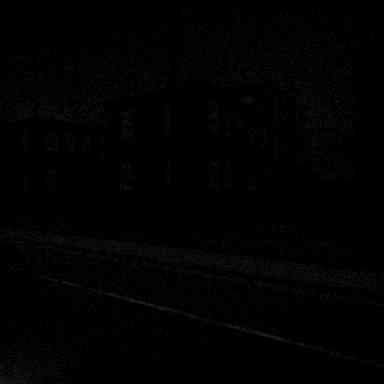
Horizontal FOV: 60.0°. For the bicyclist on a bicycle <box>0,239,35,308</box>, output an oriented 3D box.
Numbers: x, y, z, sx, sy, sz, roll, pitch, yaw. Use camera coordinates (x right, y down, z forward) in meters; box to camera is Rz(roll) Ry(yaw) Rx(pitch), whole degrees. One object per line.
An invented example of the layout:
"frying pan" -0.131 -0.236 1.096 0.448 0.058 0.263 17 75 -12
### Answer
"bicyclist on a bicycle" -3.663 1.453 6.063 0.582 1.620 1.656 0 1 35
